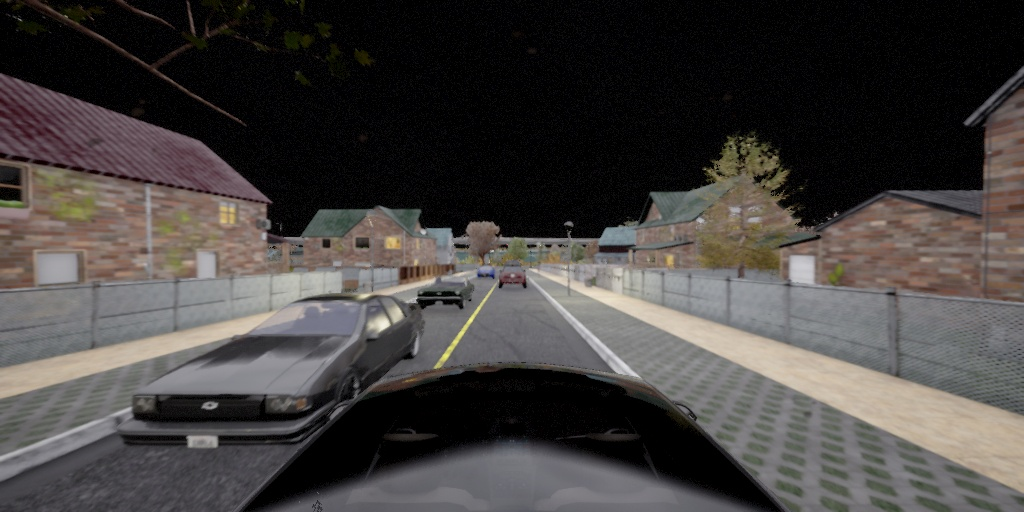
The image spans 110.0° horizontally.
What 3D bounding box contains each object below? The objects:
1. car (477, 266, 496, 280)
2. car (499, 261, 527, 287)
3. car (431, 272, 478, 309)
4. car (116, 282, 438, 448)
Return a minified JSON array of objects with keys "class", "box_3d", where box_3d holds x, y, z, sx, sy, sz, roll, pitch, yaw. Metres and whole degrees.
[{"class":"car","box_3d":[-2.871,1.811,40.211,1.882,1.535,5.008,0,-1,0]},{"class":"car","box_3d":[0.068,1.499,28.491,2.097,1.767,4.553,0,-1,0]},{"class":"car","box_3d":[-2.837,1.561,16.198,1.895,1.301,4.718,0,-1,0]},{"class":"car","box_3d":[-2.849,1.359,5.964,2.033,1.411,5.357,0,-1,0]}]
